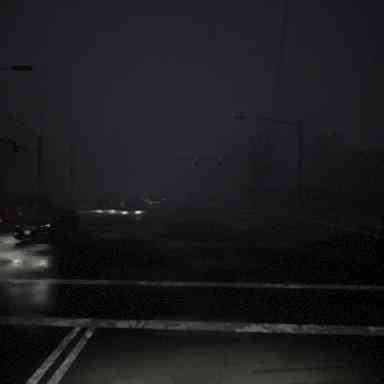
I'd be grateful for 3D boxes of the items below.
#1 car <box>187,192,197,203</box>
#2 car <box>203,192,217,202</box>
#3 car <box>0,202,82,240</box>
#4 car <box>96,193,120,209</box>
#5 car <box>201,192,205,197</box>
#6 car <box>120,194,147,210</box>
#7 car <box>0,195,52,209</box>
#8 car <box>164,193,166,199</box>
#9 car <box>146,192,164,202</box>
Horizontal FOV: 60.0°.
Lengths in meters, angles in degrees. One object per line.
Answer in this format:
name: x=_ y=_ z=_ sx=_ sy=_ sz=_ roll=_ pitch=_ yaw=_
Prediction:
car: x=0.025 y=1.189 z=61.552 sx=2.033 sy=1.411 sz=5.357 roll=0 pitch=1 yaw=0
car: x=3.524 y=1.233 z=62.164 sx=1.895 sy=1.301 sz=4.718 roll=0 pitch=1 yaw=0
car: x=-7.121 y=1.485 z=16.847 sx=2.128 sy=1.511 sz=4.902 roll=0 pitch=0 yaw=0
car: x=-10.655 y=1.107 z=42.974 sx=2.150 sy=2.045 sz=5.566 roll=0 pitch=1 yaw=0
car: x=3.392 y=0.641 z=87.796 sx=1.812 sy=1.442 sz=4.674 roll=0 pitch=1 yaw=0
car: x=-7.145 y=1.381 z=40.974 sx=1.882 sy=1.535 sz=5.008 roll=0 pitch=0 yaw=0
car: x=-10.620 y=1.211 z=21.042 sx=2.150 sy=2.045 sz=5.566 roll=0 pitch=0 yaw=-1
car: x=-7.097 y=0.822 z=79.263 sx=2.033 sy=1.411 sz=5.357 roll=0 pitch=1 yaw=0
car: x=-7.124 y=1.144 z=64.155 sx=2.033 sy=1.411 sz=5.357 roll=0 pitch=1 yaw=0
